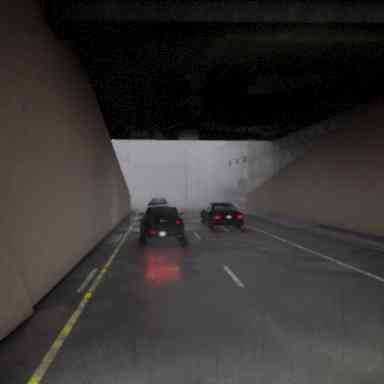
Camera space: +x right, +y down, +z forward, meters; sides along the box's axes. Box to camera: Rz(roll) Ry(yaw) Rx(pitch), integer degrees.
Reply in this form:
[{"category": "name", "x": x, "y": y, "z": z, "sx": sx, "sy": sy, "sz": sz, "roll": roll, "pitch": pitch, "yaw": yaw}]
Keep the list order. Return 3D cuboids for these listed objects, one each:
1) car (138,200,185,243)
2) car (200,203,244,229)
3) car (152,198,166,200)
[{"category": "car", "x": -1.389, "y": 1.358, "z": 15.326, "sx": 1.837, "sy": 1.490, "sz": 4.892, "roll": 0, "pitch": 0, "yaw": -6}, {"category": "car", "x": 1.659, "y": 1.339, "z": 19.886, "sx": 2.033, "sy": 1.411, "sz": 5.357, "roll": 0, "pitch": 1, "yaw": -6}, {"category": "car", "x": -3.091, "y": 1.255, "z": 30.821, "sx": 2.033, "sy": 1.411, "sz": 5.357, "roll": 0, "pitch": 1, "yaw": -4}]
